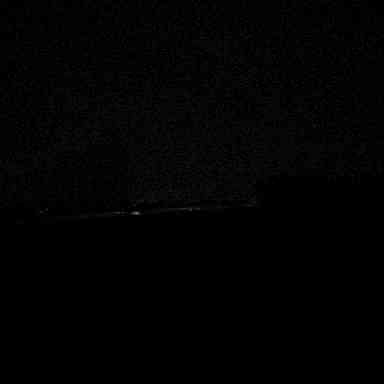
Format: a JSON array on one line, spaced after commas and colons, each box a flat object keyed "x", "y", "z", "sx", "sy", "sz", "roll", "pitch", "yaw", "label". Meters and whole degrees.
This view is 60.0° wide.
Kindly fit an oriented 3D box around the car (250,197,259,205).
[{"x": 11.958, "y": 1.477, "z": 58.540, "sx": 2.128, "sy": 1.511, "sz": 4.902, "roll": -1, "pitch": -1, "yaw": 35, "label": "car"}]

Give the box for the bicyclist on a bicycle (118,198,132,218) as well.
[{"x": -5.672, "y": 1.351, "z": 28.116, "sx": 1.656, "sy": 1.620, "sz": 0.582, "roll": 0, "pitch": 0, "yaw": 35, "label": "bicyclist on a bicycle"}]

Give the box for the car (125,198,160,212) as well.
[{"x": -5.624, "y": 1.487, "z": 38.560, "sx": 1.812, "sy": 1.442, "sz": 4.674, "roll": -1, "pitch": -1, "yaw": 35, "label": "car"}]

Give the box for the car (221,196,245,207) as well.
[{"x": 6.256, "y": 1.406, "z": 50.361, "sx": 1.882, "sy": 1.535, "sz": 5.008, "roll": -1, "pitch": -1, "yaw": 36, "label": "car"}]

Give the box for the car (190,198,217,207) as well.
[{"x": 1.642, "y": 1.567, "z": 48.804, "sx": 1.895, "sy": 1.301, "sz": 4.718, "roll": -1, "pitch": -1, "yaw": 36, "label": "car"}]

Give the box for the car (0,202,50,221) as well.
[{"x": -14.141, "y": 1.539, "z": 26.441, "sx": 2.033, "sy": 1.411, "sz": 5.357, "roll": -1, "pitch": -1, "yaw": 34, "label": "car"}]
